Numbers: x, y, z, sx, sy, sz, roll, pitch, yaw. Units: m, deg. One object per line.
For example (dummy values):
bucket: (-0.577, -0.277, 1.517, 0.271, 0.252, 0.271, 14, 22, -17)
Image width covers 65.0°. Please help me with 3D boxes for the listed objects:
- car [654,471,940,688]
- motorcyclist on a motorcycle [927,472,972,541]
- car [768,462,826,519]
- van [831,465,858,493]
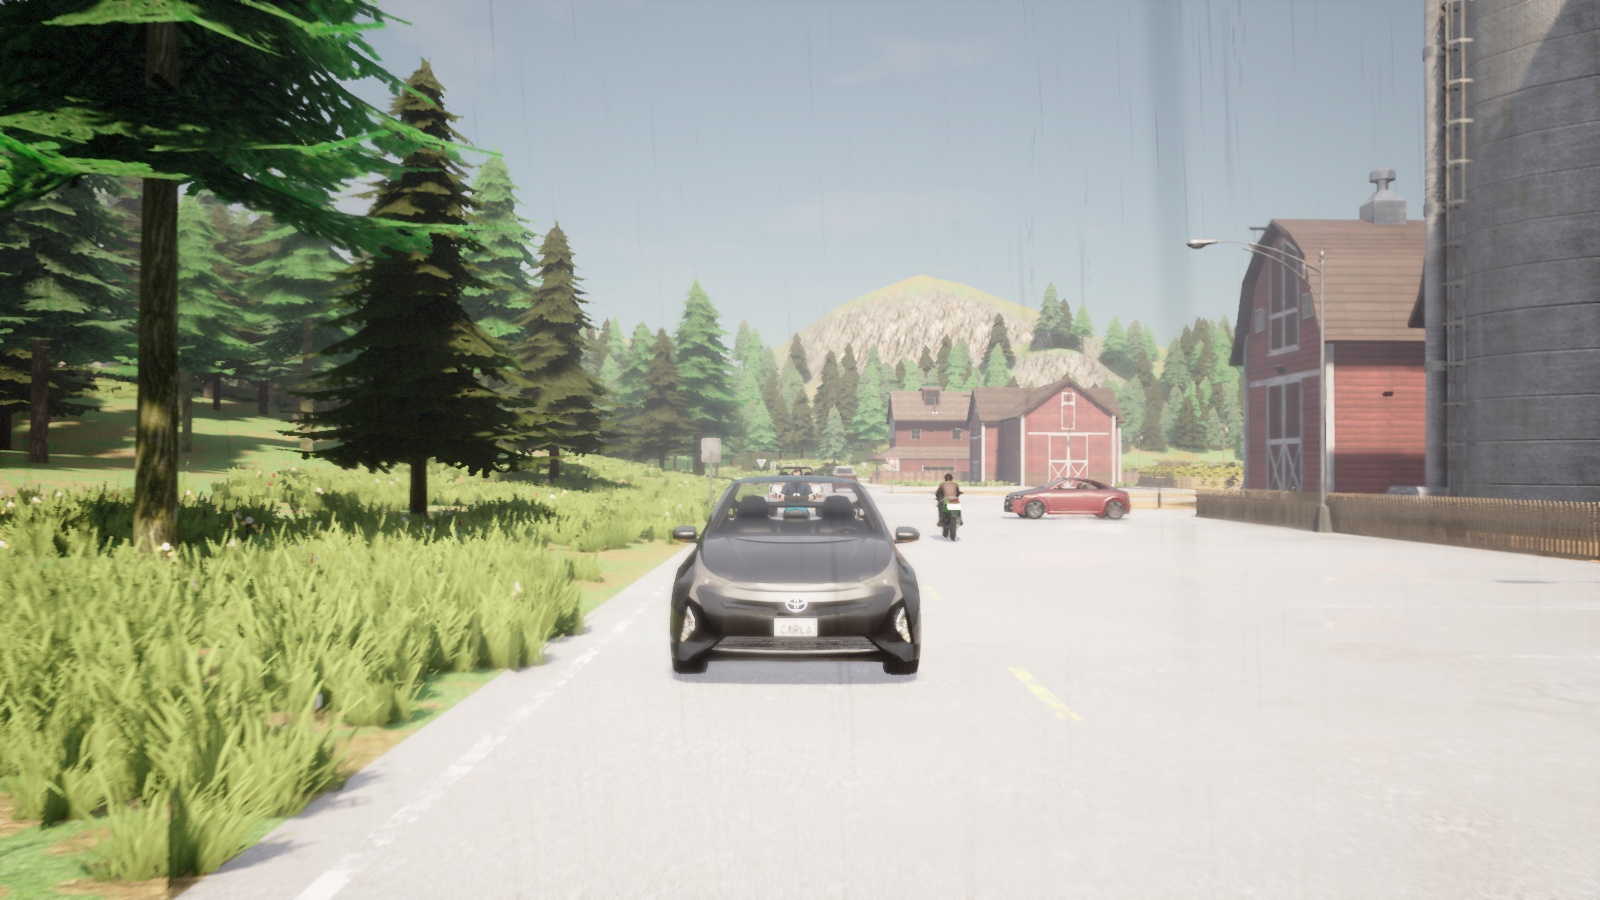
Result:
car: (-0.027, 0.951, 11.111, 2.007, 1.525, 4.514, 0, -1, 0)
motorcyclist on a motorcycle: (3.429, 1.275, 28.973, 0.797, 1.523, 2.044, 0, -1, 0)
car: (-0.107, 1.376, 43.830, 1.932, 1.855, 4.605, 0, -1, 0)
van: (3.274, 2.132, 92.871, 1.775, 1.987, 4.442, 0, -1, 0)
